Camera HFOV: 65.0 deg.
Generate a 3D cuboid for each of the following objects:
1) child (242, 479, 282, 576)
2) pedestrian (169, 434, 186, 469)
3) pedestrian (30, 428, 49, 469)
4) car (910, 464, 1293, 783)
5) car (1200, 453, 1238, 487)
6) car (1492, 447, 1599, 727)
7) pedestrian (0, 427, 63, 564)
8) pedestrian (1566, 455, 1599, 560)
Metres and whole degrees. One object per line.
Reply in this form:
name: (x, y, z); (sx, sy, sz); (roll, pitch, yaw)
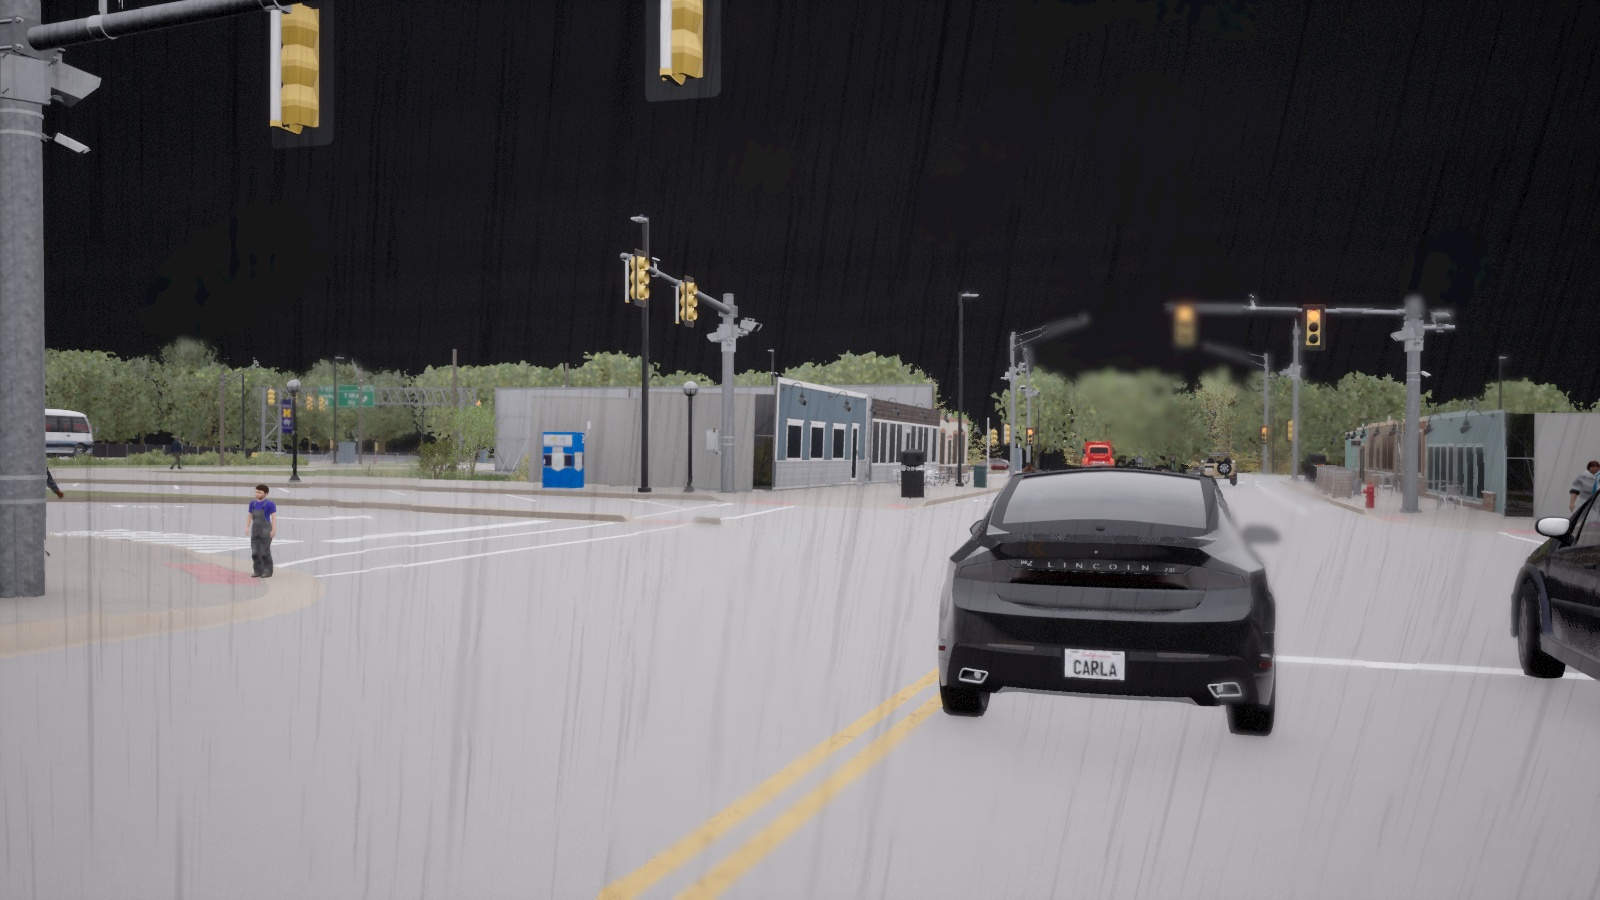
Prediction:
child: (-7.189, 1.024, 16.794); (0.270, 1.263, 0.437); (1, 1, 16)
pedestrian: (-33.255, 0.080, 67.101); (0.402, 1.842, 0.726); (1, 1, 20)
pedestrian: (-35.757, -0.066, 59.035); (0.396, 1.930, 0.692); (1, 1, 17)
car: (2.155, 0.886, 8.577); (1.837, 1.490, 4.892); (1, -1, 17)
car: (23.680, 1.096, 71.104); (1.932, 1.855, 4.605); (1, 0, 17)
car: (5.806, 0.822, 7.885); (1.851, 1.617, 3.988); (1, -1, 18)
pedestrian: (-11.141, 0.643, 18.146); (0.788, 1.949, 0.423); (1, 1, 16)
pedestrian: (15.121, 1.076, 23.971); (0.659, 1.952, 0.873); (1, 1, 20)
